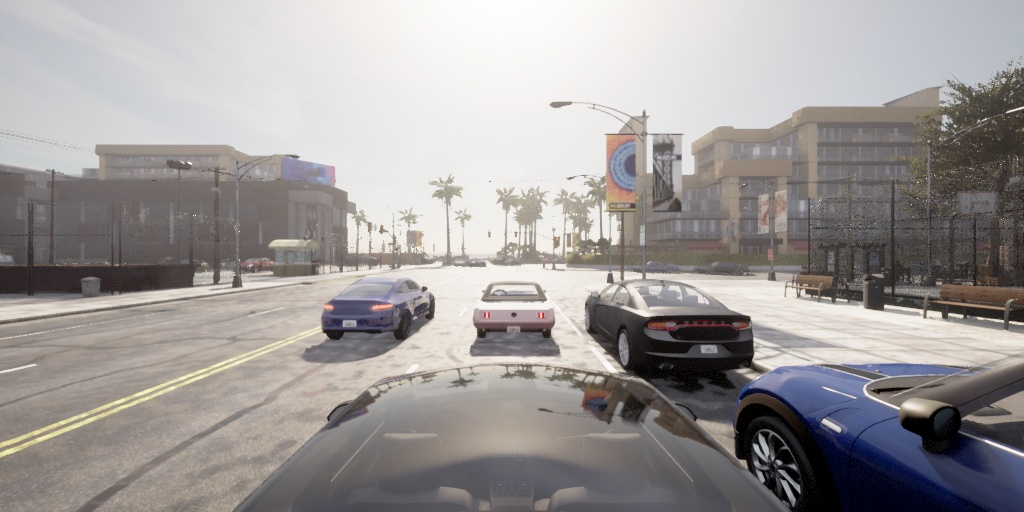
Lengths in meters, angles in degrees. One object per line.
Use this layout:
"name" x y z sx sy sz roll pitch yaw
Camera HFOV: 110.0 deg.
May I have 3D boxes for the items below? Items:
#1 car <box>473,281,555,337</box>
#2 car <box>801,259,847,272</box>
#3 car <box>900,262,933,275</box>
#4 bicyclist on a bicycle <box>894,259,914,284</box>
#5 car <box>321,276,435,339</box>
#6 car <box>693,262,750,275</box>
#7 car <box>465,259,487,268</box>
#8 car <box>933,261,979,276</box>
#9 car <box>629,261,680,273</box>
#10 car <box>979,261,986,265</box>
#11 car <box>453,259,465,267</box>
"car" 0.061 1.351 10.233 1.895 1.301 4.718 0 0 0
"car" 36.764 1.101 42.114 4.553 1.767 2.097 0 0 0
"car" 43.720 1.314 38.623 4.181 1.385 1.994 0 0 0
"bicyclist on a bicycle" 26.068 1.050 24.063 0.582 1.620 1.656 0 0 -1
"car" -3.441 1.276 9.938 1.812 1.442 4.674 0 0 0
"car" 22.483 1.297 38.512 5.357 1.411 2.033 0 0 -1
"car" -5.945 1.350 61.611 1.895 1.301 4.718 0 0 14
"car" 45.165 1.241 35.124 4.902 1.511 2.128 0 0 -1
"car" 16.662 1.297 42.010 5.357 1.411 2.033 0 0 1
"car" 45.198 1.241 31.624 4.902 1.511 2.128 0 0 -1
"car" -8.802 1.297 64.675 2.033 1.411 5.357 0 0 14
